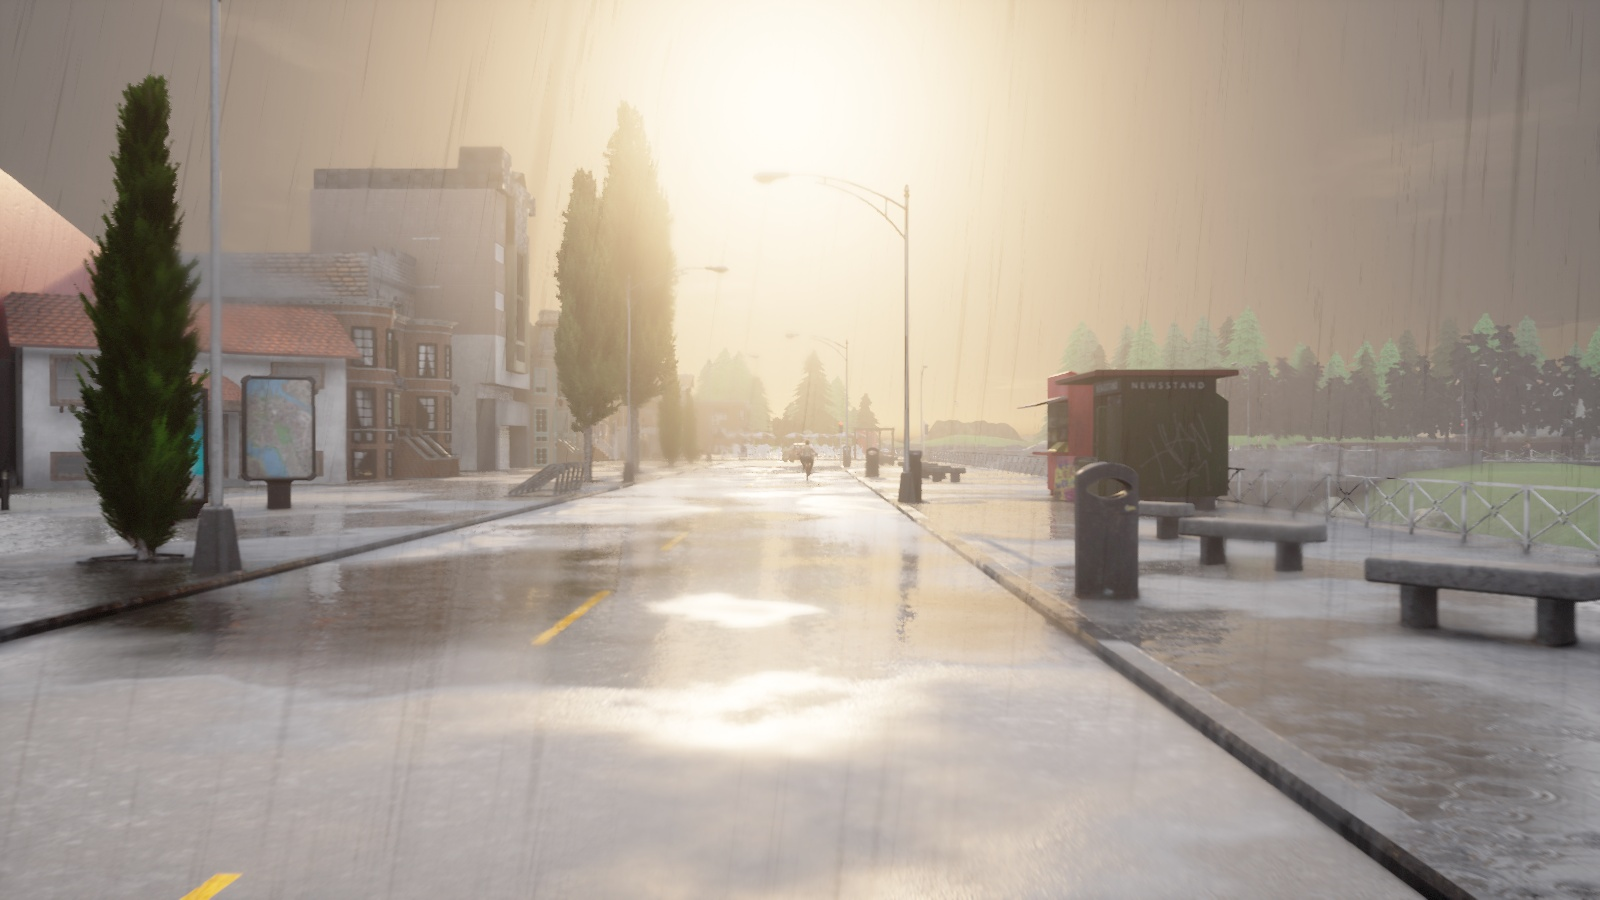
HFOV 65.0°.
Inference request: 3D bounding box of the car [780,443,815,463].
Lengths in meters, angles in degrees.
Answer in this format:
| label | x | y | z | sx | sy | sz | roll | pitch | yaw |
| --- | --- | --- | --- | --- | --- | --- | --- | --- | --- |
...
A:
| label | x | y | z | sx | sy | sz | roll | pitch | yaw |
| --- | --- | --- | --- | --- | --- | --- | --- | --- | --- |
| car | -0.198 | 0.223 | 95.305 | 1.816 | 1.474 | 4.193 | 0 | 0 | -12 |
